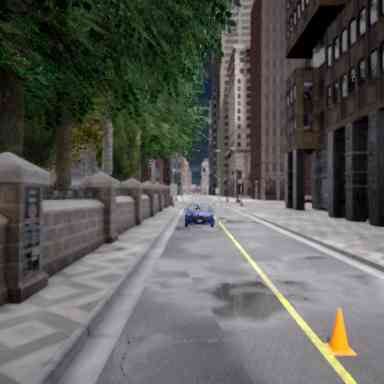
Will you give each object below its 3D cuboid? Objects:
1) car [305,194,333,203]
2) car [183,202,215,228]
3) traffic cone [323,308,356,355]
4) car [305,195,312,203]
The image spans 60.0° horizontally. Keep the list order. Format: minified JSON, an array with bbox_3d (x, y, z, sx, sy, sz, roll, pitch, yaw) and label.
[{"bbox_3d":[26.540,1.406,69.743,5.009,1.841,2.192,0,-1,0],"label":"car"},{"bbox_3d":[0.464,1.421,22.085,1.882,1.535,5.008,0,0,0],"label":"car"},{"bbox_3d":[2.097,1.950,4.740,0.340,0.580,0.340,0,0,0],"label":"traffic cone"},{"bbox_3d":[21.043,1.344,61.255,4.097,1.590,1.967,0,-1,0],"label":"car"}]
